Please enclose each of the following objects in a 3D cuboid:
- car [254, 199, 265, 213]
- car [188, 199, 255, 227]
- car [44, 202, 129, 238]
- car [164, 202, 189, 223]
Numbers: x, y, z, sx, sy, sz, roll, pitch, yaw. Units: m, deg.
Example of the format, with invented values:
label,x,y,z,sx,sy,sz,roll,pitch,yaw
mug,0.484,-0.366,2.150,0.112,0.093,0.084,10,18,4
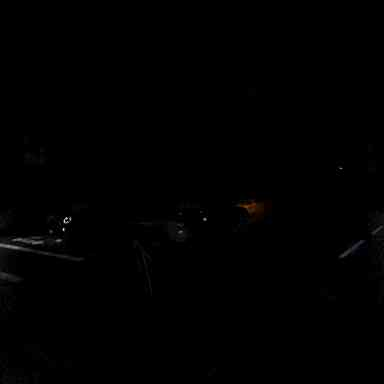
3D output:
label,x,y,z,sx,sy,sz,roll,pitch,yaw
car,5.914,1.486,34.587,1.882,1.535,5.008,0,0,35
car,2.164,1.501,22.693,2.128,1.511,4.902,0,0,34
car,-5.617,1.360,18.120,2.097,1.767,4.553,0,0,35
car,-0.210,1.534,25.853,1.812,1.442,4.674,0,0,35
